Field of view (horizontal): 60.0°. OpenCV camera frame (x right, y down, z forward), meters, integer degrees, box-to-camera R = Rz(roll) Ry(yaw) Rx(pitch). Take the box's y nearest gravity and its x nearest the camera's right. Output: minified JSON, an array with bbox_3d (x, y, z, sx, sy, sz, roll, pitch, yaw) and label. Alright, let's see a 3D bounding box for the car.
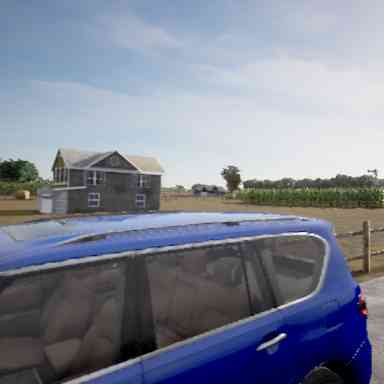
[{"bbox_3d":[-0.906,1.222,2.424,5.566,2.045,2.150,0,0,-36],"label":"car"}]
